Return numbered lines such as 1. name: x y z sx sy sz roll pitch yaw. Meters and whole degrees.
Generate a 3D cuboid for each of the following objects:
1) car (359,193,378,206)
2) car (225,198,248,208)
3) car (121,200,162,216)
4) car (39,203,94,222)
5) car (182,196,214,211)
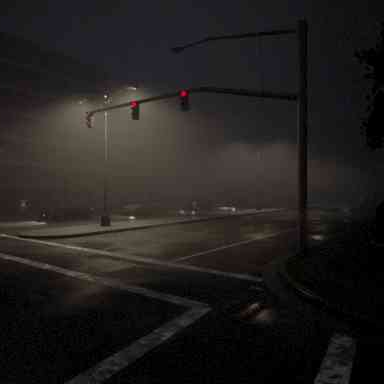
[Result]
1. car: 28.728 1.221 54.042 2.150 2.045 5.566 0 0 36
2. car: 6.611 1.564 49.404 1.994 1.385 4.181 0 0 36
3. car: -4.960 1.524 33.480 1.812 1.442 4.674 0 0 36
4. car: -9.952 1.564 26.600 1.994 1.385 4.181 0 0 36
5. car: 0.772 1.352 41.376 2.097 1.767 4.553 0 0 36
